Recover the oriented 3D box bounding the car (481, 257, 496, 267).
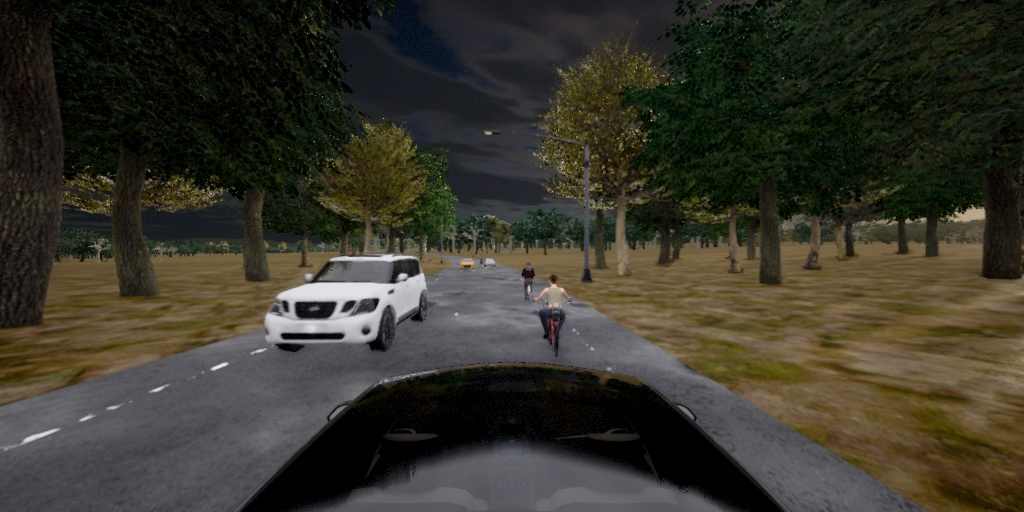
[{"bbox_3d":[-3.904,1.083,62.436,1.812,1.442,4.674,0,0,-7],"label":"car"}]

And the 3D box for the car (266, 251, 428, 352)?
[{"bbox_3d":[-3.702,0.969,9.289,2.150,2.045,5.566,0,0,-1],"label":"car"}]

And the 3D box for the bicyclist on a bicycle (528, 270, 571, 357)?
[{"bbox_3d":[0.864,1.186,7.571,0.866,1.612,1.509,0,0,0],"label":"bicyclist on a bicycle"}]

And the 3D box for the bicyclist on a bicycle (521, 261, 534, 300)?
[{"bbox_3d":[0.706,1.113,15.607,0.659,1.776,1.843,0,0,-2],"label":"bicyclist on a bicycle"}]

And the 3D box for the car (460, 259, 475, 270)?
[{"bbox_3d":[-6.117,1.111,49.410,1.882,1.535,5.008,0,0,-6],"label":"car"}]
